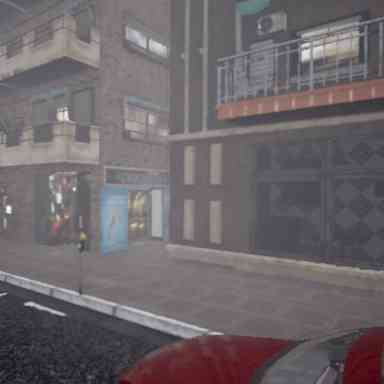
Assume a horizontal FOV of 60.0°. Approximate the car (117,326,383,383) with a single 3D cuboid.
[{"bbox_3d":[1.250,1.582,1.970,4.206,1.307,1.802,0,1,36],"label":"car"}]
